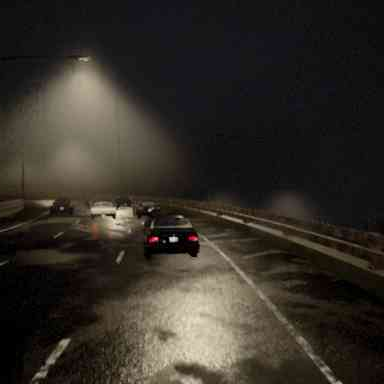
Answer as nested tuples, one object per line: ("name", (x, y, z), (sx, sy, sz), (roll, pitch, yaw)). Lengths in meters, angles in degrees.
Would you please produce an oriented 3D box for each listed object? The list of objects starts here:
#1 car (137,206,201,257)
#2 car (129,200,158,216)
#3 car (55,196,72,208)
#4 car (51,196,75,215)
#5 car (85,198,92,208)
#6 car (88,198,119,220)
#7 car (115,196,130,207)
("car", (-0.911, 1.470, 12.579), (2.033, 1.411, 5.357), (0, 0, -8))
("car", (-3.835, 1.400, 27.980), (1.994, 1.385, 4.181), (0, 0, -16))
("car", (-17.190, 1.311, 44.259), (1.812, 1.442, 4.674), (0, 0, -25))
("car", (-12.241, 1.412, 31.576), (1.994, 1.385, 4.181), (0, 1, -18))
("car", (-12.343, 1.382, 41.947), (1.895, 1.301, 4.718), (0, 0, -23))
("car", (-7.134, 1.458, 26.778), (1.895, 1.301, 4.718), (0, 0, -16))
("car", (-9.222, 1.265, 43.540), (1.837, 1.490, 4.892), (0, 1, -23))
